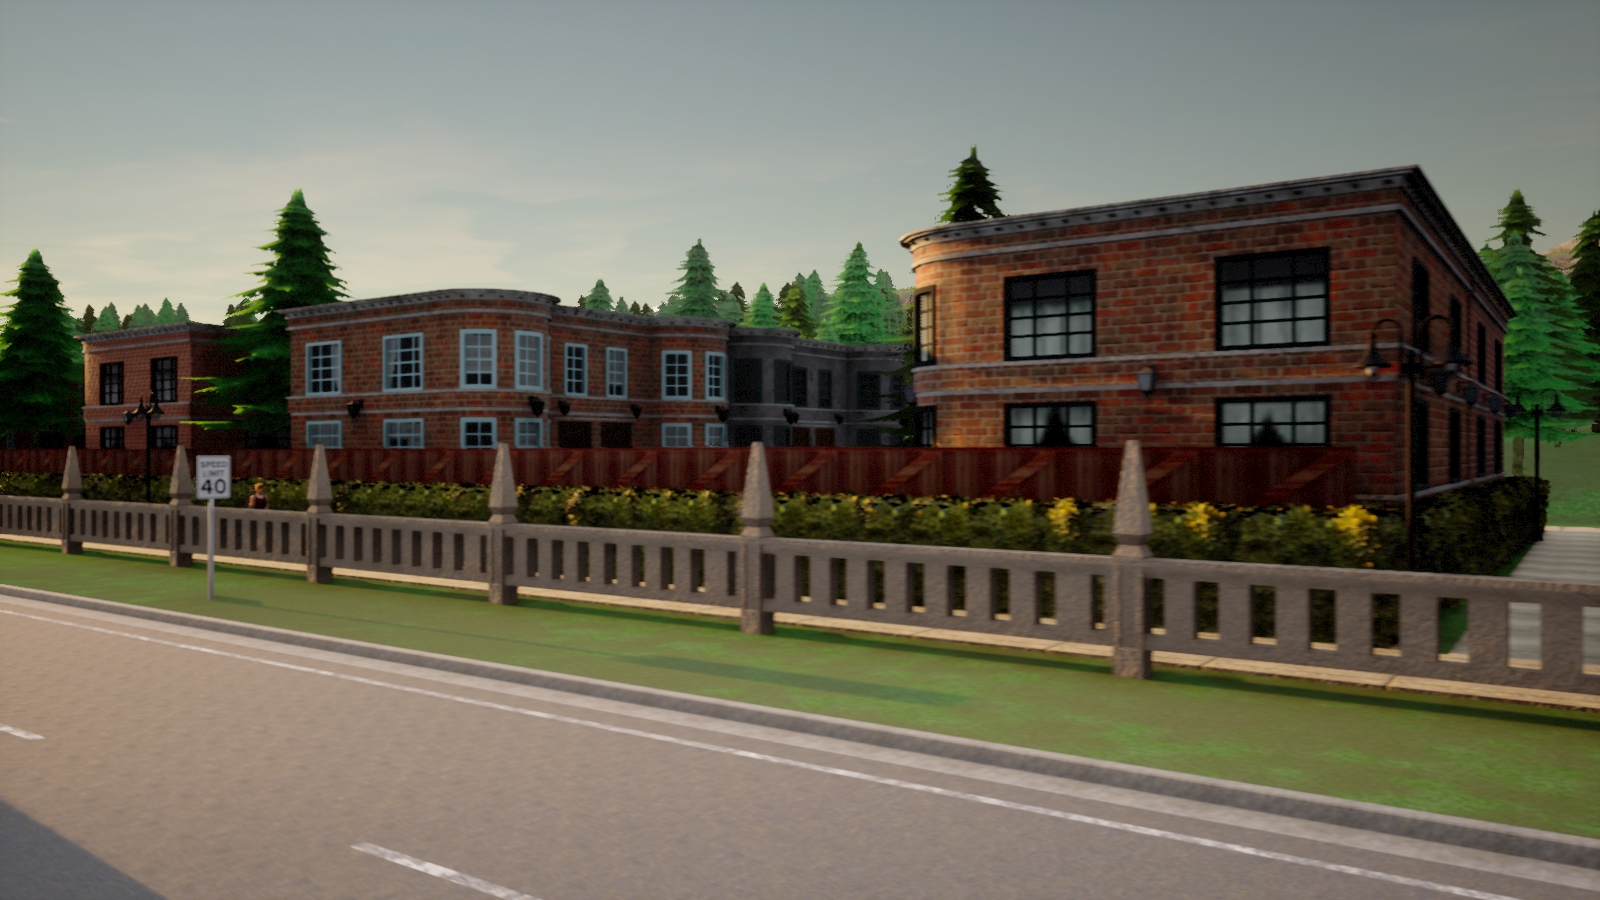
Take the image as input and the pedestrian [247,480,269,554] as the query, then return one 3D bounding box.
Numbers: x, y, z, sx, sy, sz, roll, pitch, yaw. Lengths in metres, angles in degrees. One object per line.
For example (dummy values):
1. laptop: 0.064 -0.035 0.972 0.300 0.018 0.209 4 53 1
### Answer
1. pedestrian: -13.881 1.713 29.245 0.375 1.860 0.375 0 0 35
